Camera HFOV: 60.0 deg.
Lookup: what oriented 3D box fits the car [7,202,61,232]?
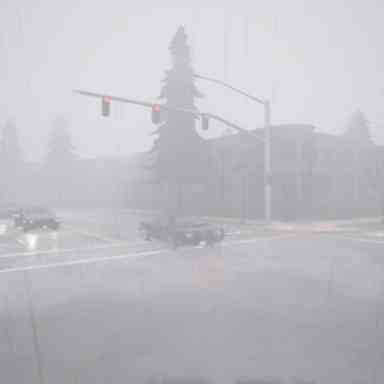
[{"bbox_3d":[-9.730,1.540,20.617,2.033,1.411,5.357,0,0,-36],"label":"car"}]

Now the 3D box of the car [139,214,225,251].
[{"bbox_3d":[-0.665,1.587,14.214,1.895,1.301,4.718,0,0,-29],"label":"car"}]

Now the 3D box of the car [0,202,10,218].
[{"bbox_3d":[-15.518,1.557,27.823,1.994,1.385,4.181,0,0,-42],"label":"car"}]
